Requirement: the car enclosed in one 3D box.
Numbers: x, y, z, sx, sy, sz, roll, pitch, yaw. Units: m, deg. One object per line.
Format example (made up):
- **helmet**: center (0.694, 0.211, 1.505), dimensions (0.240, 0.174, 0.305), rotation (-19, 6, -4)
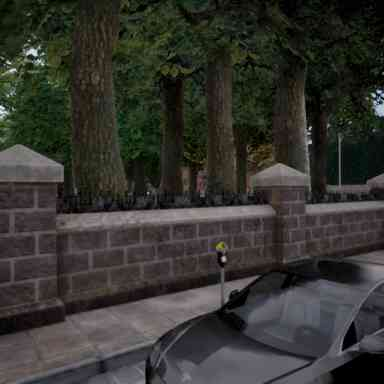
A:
- **car**: center (1.558, 1.565, 3.930), dimensions (4.313, 1.339, 1.947), rotation (0, -1, -36)
